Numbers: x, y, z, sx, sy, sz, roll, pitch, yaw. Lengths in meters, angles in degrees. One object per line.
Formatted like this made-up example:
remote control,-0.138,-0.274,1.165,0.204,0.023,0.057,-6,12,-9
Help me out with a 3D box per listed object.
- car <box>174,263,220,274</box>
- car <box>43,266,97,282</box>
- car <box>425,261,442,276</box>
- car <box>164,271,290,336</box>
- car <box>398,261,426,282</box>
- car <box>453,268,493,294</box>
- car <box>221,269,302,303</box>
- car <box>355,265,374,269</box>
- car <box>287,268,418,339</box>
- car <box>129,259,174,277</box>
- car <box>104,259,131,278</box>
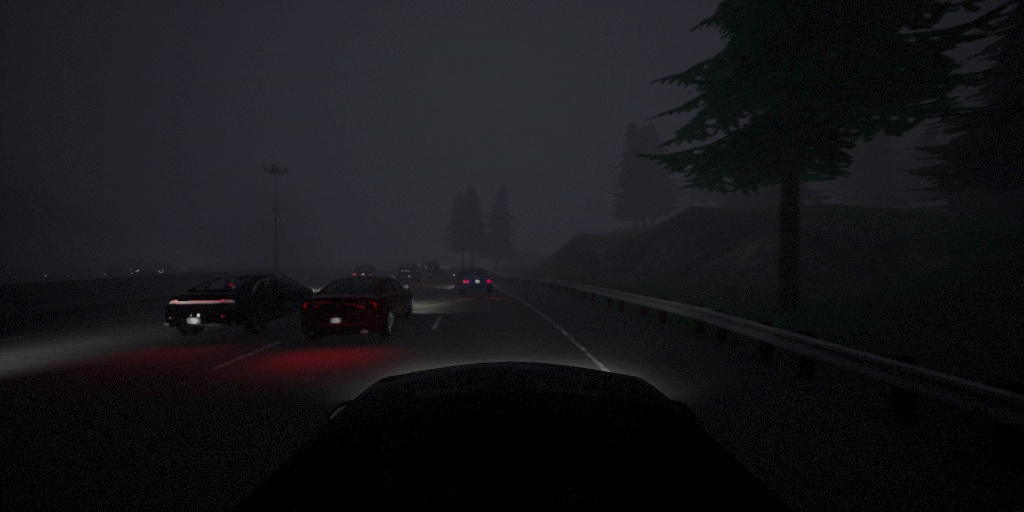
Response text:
car,-29.622,1.634,33.884,1.895,1.301,4.718,0,0,-28
car,-41.901,1.651,34.149,2.033,1.411,5.357,0,0,-32
car,-9.360,1.295,40.419,2.097,1.767,4.553,0,0,-25
car,-7.736,1.318,10.826,2.128,1.511,4.902,0,0,-6
car,-8.805,1.395,30.287,2.128,1.511,4.902,0,0,-19
car,-2.361,1.381,21.023,2.033,1.411,5.357,0,0,-13
car,-12.583,1.445,18.383,1.994,1.385,4.181,0,0,-13
car,-12.273,1.469,29.874,2.033,1.411,5.357,0,0,-21
car,-4.161,1.283,10.395,1.882,1.535,5.008,0,0,-6
car,-33.722,1.408,34.030,2.097,1.767,4.553,0,0,-30
car,-39.581,1.322,37.032,2.150,2.045,5.566,0,0,-32
